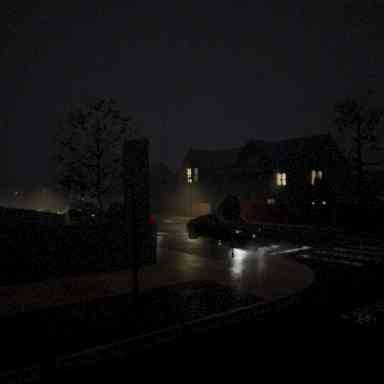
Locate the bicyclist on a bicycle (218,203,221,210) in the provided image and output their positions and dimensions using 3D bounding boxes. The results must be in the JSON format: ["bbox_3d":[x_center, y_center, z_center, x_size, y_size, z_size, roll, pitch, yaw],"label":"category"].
[{"bbox_3d":[2.362,1.672,26.033,1.656,1.620,0.582,-1,0,-36],"label":"bicyclist on a bicycle"}]

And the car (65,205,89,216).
[{"bbox_3d":[-16.366,2.605,47.208,1.812,1.442,4.674,-1,-1,-36],"label":"car"}]

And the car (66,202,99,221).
[{"bbox_3d":[-11.354,2.042,35.154,2.150,2.045,5.566,-1,-1,-35],"label":"car"}]

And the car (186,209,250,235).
[{"bbox_3d":[1.600,1.912,22.110,1.994,1.385,4.181,-1,-1,-36],"label":"car"}]

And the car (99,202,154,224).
[{"bbox_3d":[-5.151,1.790,26.478,2.150,2.045,5.566,-1,-1,-35],"label":"car"}]

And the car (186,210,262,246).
[{"bbox_3d":[1.491,1.824,17.205,1.812,1.442,4.674,-1,-1,-36],"label":"car"}]
